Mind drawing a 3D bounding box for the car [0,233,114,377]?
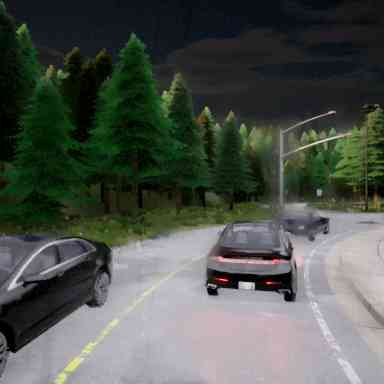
[{"bbox_3d":[-2.890,1.491,5.323,2.128,1.511,4.902,0,0,10],"label":"car"}]

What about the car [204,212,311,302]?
[{"bbox_3d":[1.588,1.492,8.400,2.128,1.511,4.902,0,0,14],"label":"car"}]

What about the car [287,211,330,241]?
[{"bbox_3d":[5.572,1.601,16.836,1.895,1.301,4.718,0,0,34],"label":"car"}]
